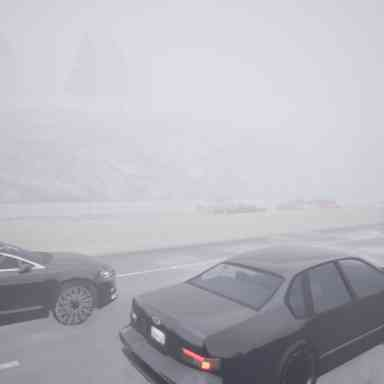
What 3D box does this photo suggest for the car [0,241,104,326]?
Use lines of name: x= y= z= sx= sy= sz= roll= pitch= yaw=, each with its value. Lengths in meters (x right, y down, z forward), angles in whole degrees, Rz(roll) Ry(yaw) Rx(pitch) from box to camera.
car: x=-3.675 y=1.492 z=5.424 sx=4.902 sy=1.511 sz=2.128 roll=0 pitch=0 yaw=-35

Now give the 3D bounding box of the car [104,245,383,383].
car: x=1.685 y=1.548 z=4.947 sx=5.357 sy=1.411 sz=2.033 roll=0 pitch=0 yaw=-35

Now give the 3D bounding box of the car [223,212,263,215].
car: x=4.008 y=1.604 z=28.340 sx=4.718 sy=1.301 sz=1.895 roll=0 pitch=0 yaw=-35

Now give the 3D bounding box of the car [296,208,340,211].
car: x=10.876 y=1.356 z=28.935 sx=4.553 sy=1.767 sz=2.097 roll=0 pitch=0 yaw=-35
